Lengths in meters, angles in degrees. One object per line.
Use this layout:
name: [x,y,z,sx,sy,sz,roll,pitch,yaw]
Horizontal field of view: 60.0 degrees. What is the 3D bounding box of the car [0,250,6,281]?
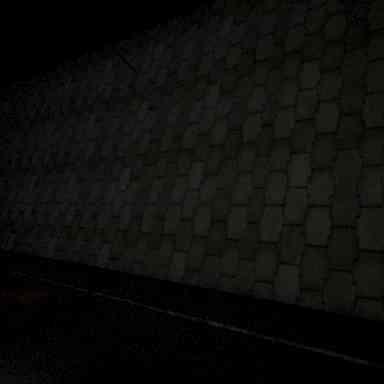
car: [-6.779,1.676,8.816,4.181,1.385,1.994,-1,0,36]
